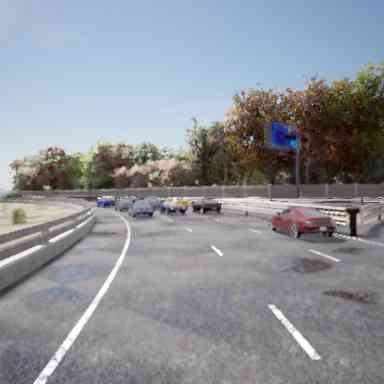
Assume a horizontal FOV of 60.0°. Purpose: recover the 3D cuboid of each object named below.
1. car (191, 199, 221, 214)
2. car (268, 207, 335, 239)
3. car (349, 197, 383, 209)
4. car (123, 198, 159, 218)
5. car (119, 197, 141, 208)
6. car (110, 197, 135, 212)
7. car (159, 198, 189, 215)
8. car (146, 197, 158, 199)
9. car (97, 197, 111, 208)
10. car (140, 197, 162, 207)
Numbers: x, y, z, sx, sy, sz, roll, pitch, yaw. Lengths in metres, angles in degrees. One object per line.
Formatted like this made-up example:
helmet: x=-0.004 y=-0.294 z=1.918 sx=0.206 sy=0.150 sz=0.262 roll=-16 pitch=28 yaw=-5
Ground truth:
car: x=1.390 y=1.458 z=34.650 sx=1.882 sy=1.535 sz=5.008 roll=0 pitch=0 yaw=-18
car: x=5.497 y=1.481 z=17.094 sx=1.812 sy=1.442 sz=4.674 roll=0 pitch=0 yaw=-9
car: x=21.917 y=1.354 z=41.084 sx=4.674 sy=1.442 sz=1.812 roll=0 pitch=0 yaw=7
car: x=-4.875 y=1.574 z=31.242 sx=2.033 sy=1.411 sz=5.357 roll=0 pitch=0 yaw=-18
car: x=-9.727 y=1.563 z=51.683 sx=1.837 sy=1.490 sz=4.892 roll=0 pitch=0 yaw=-30
car: x=-8.126 y=1.596 z=40.219 sx=2.033 sy=1.411 sz=5.357 roll=0 pitch=0 yaw=-22
car: x=-2.035 y=1.606 z=33.882 sx=1.895 sy=1.301 sz=4.718 roll=0 pitch=0 yaw=-18
car: x=-5.151 y=1.517 z=42.137 sx=2.128 sy=1.511 sz=4.902 roll=0 pitch=0 yaw=-25
car: x=-12.887 y=1.558 z=50.159 sx=1.882 sy=1.535 sz=5.008 roll=0 pitch=0 yaw=-30
car: x=-6.636 y=1.540 z=53.323 sx=1.837 sy=1.490 sz=4.892 roll=0 pitch=0 yaw=-30
